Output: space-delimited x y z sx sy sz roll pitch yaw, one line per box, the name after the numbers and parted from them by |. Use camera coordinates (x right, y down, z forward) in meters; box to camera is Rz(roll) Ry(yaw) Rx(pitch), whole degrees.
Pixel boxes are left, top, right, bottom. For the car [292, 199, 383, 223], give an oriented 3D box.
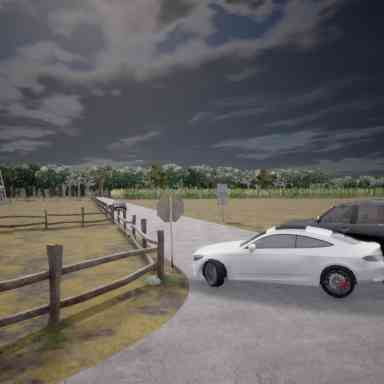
5.105 1.229 9.819 2.150 2.045 5.566 -2 0 -40 | car

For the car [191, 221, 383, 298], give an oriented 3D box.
2.276 1.613 8.502 4.674 1.442 1.812 -2 0 21 | car

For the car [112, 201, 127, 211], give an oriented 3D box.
-10.849 1.983 49.470 2.033 1.411 5.357 -2 0 -18 | car
